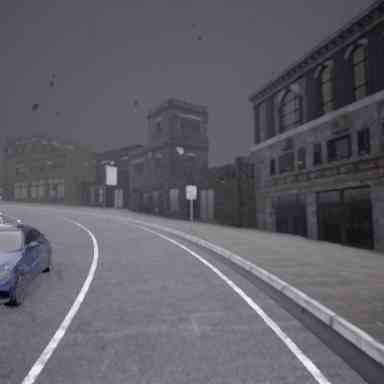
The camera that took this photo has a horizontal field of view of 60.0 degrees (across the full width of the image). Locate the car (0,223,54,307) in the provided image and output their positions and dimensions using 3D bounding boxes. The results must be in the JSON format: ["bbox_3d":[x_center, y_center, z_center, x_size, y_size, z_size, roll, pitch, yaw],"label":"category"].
[{"bbox_3d":[-4.586,1.533,7.934,1.812,1.442,4.674,0,0,-12],"label":"car"}]
